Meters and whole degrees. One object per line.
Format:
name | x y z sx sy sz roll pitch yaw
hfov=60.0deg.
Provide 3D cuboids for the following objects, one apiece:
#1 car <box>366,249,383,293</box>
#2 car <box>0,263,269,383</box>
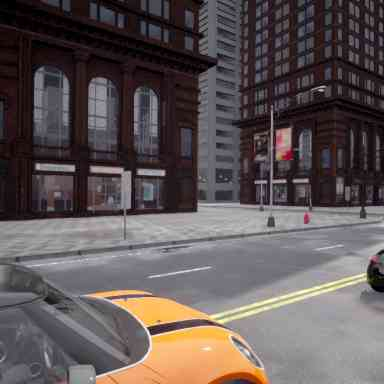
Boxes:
car | 5.903 1.576 7.670 4.181 1.385 1.994 0 0 -35
car | -1.525 1.352 2.351 4.553 1.767 2.097 0 0 -36
